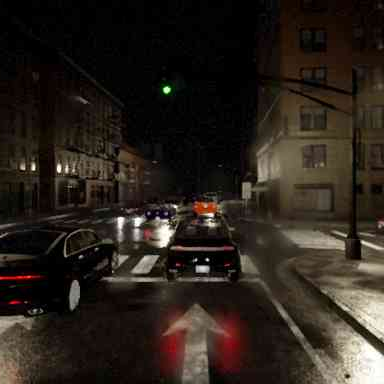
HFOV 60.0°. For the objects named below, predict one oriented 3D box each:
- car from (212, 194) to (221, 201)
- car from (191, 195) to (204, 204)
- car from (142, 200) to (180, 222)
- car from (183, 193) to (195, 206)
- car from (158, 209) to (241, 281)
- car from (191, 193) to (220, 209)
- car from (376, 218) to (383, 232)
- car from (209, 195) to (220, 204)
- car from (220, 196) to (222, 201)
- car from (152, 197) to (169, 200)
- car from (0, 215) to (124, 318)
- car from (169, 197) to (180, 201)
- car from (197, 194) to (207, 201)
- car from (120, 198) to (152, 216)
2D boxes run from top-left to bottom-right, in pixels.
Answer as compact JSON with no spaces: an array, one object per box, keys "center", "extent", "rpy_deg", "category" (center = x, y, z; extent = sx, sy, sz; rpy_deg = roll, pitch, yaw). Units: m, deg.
[{"center":[5.392,1.257,72.168],"extent":[1.812,1.442,4.674],"rpy_deg":[0,0,7],"category":"car"},{"center":[1.064,1.387,62.999],"extent":[2.033,1.411,5.357],"rpy_deg":[0,0,7],"category":"car"},{"center":[-2.301,1.561,25.826],"extent":[1.895,1.301,4.718],"rpy_deg":[0,0,3],"category":"car"},{"center":[-0.084,1.097,53.004],"extent":[2.150,2.045,5.566],"rpy_deg":[0,0,7],"category":"car"},{"center":[0.292,1.482,9.794],"extent":[2.128,1.511,4.902],"rpy_deg":[0,0,1],"category":"car"},{"center":[1.378,1.297,32.210],"extent":[2.097,1.767,4.553],"rpy_deg":[0,0,4],"category":"car"},{"center":[12.740,1.682,18.242],"extent":[4.674,1.442,1.812],"rpy_deg":[1,0,6],"category":"car"},{"center":[4.262,1.320,62.363],"extent":[1.882,1.535,5.008],"rpy_deg":[0,0,7],"category":"car"},{"center":[3.083,1.100,52.053],"extent":[2.150,2.045,5.566],"rpy_deg":[0,0,7],"category":"car"},{"center":[-4.568,1.420,41.574],"extent":[1.837,1.490,4.892],"rpy_deg":[0,0,5],"category":"car"},{"center":[-3.015,1.496,7.451],"extent":[1.837,1.490,4.892],"rpy_deg":[0,0,1],"category":"car"},{"center":[-3.217,1.471,54.434],"extent":[1.895,1.301,4.718],"rpy_deg":[0,0,7],"category":"car"},{"center":[2.164,1.232,72.540],"extent":[1.837,1.490,4.892],"rpy_deg":[0,0,7],"category":"car"},{"center":[-5.377,1.471,31.509],"extent":[1.812,1.442,4.674],"rpy_deg":[0,0,4],"category":"car"}]
